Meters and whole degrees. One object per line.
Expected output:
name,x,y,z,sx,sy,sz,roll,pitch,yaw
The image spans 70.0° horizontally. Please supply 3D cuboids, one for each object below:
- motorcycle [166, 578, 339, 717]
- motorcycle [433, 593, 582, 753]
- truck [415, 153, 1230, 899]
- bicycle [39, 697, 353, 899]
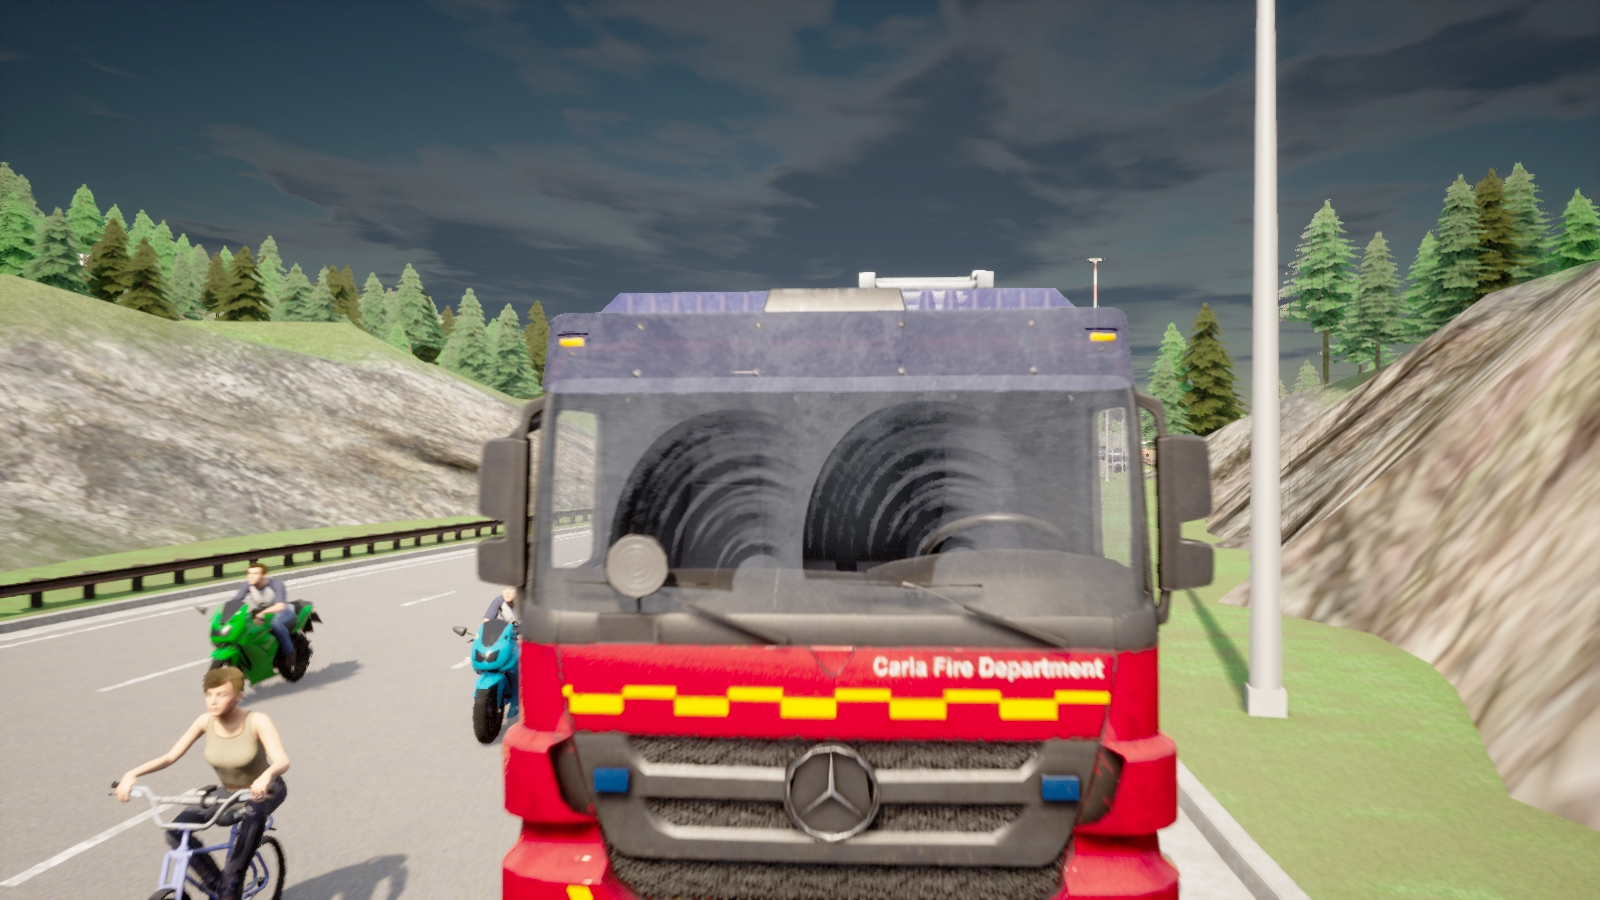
motorcycle,-6.130,2.177,12.948,0.803,1.199,2.033,1,0,6
motorcycle,-2.889,2.179,11.532,0.803,1.199,2.033,0,0,6
truck,0.350,0.885,8.281,2.891,3.827,8.468,0,0,4
bicycle,-3.185,2.153,6.205,0.859,1.277,1.487,1,0,3
